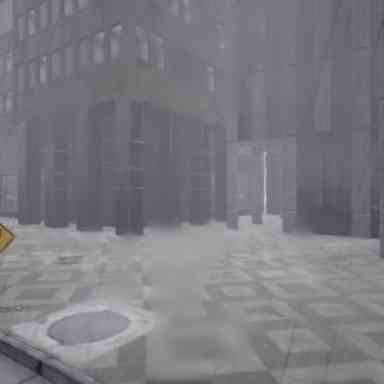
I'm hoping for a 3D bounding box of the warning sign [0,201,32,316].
[{"bbox_3d":[-3.654,1.108,5.671,1.060,1.860,1.300,0,0,35],"label":"warning sign"}]
